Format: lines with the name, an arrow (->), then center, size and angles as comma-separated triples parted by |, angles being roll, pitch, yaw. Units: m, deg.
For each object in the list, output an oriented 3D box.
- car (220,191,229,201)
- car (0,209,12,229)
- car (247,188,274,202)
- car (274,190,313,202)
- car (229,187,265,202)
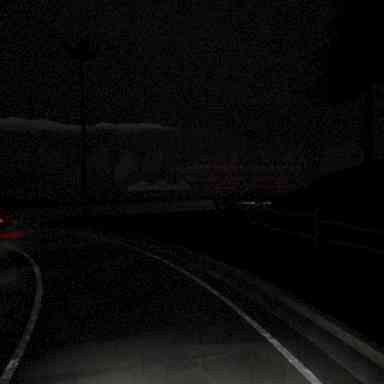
car -> 7.221, 0.324, 53.020 | 5.566, 2.045, 2.150 | -1, 1, -28
car -> -12.688, 1.421, 19.038 | 5.008, 1.535, 1.882 | -1, 0, 22
car -> 10.719, 0.633, 46.964 | 4.892, 1.490, 1.837 | -2, 1, -28
car -> 13.590, 0.679, 44.537 | 4.181, 1.385, 1.994 | -1, 1, -28
car -> 8.897, 0.339, 49.953 | 5.566, 2.045, 2.150 | -1, 1, -28
